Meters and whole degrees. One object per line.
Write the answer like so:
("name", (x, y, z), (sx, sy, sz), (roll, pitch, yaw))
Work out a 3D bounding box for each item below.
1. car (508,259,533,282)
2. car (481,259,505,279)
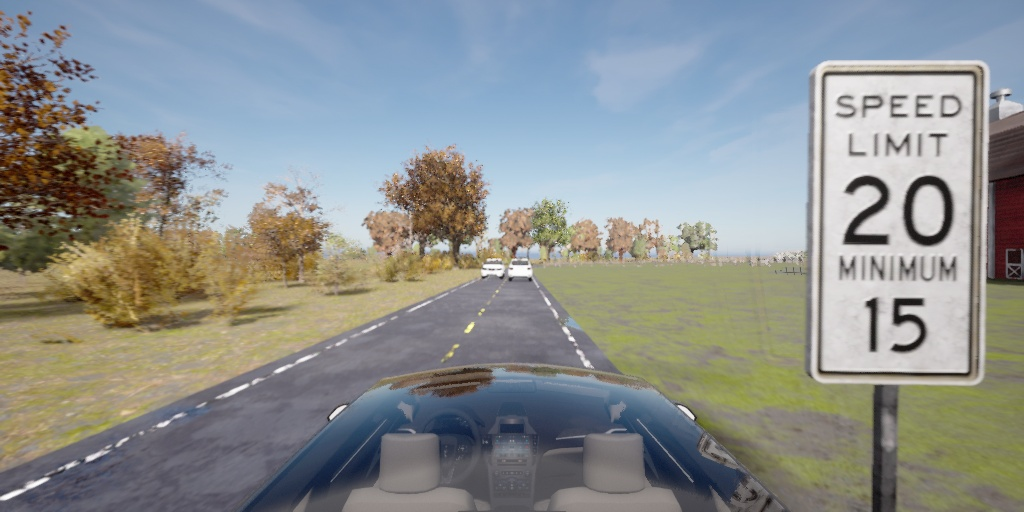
("car", (0.801, 1.312, 34.233), (2.150, 2.045, 5.566), (0, -1, 2))
("car", (-1.914, 1.323, 37.850), (2.150, 2.045, 5.566), (0, -1, 1))
